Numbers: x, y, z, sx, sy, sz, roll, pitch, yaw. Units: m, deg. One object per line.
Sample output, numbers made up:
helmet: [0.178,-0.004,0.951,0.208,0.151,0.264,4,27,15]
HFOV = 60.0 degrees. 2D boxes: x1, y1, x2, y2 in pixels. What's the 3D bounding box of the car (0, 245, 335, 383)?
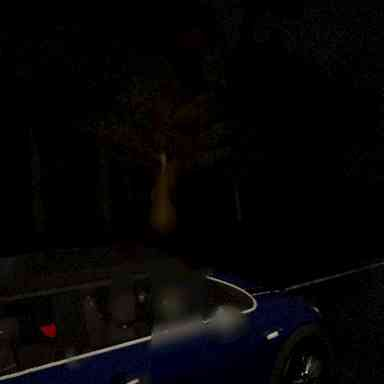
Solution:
car: [-0.610,1.345,3.309,4.553,1.767,2.097,0,0,-35]
